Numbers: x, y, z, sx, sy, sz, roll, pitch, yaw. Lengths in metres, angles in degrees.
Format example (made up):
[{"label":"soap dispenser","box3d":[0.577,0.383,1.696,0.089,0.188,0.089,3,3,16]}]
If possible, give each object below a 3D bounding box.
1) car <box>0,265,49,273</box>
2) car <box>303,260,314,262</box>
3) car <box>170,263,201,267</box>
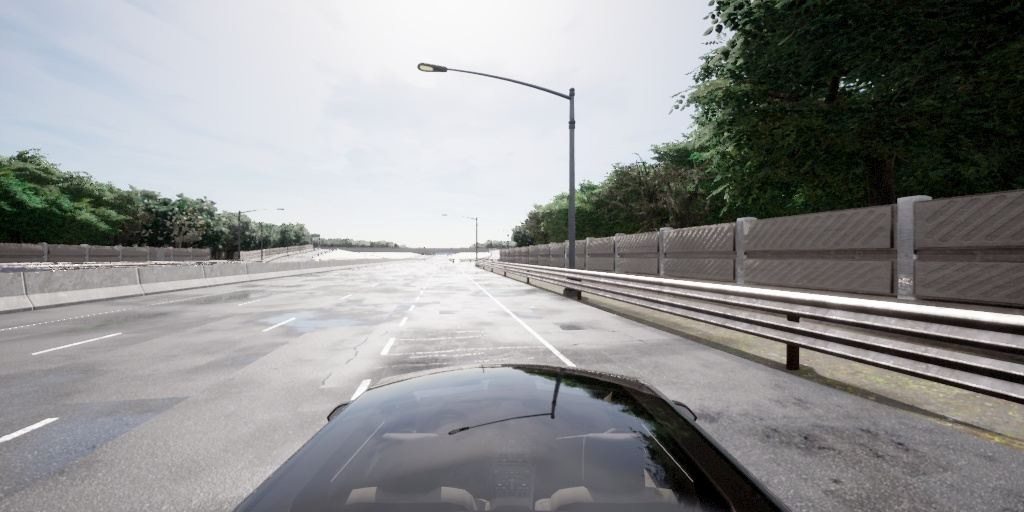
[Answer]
[{"label":"car","box3d":[-36.439,1.318,25.495,2.033,1.411,5.357,0,0,-11]},{"label":"car","box3d":[-31.221,1.369,55.274,2.033,1.411,5.357,0,0,-10]},{"label":"car","box3d":[-30.883,1.347,33.873,1.994,1.385,4.181,0,0,-11]}]
